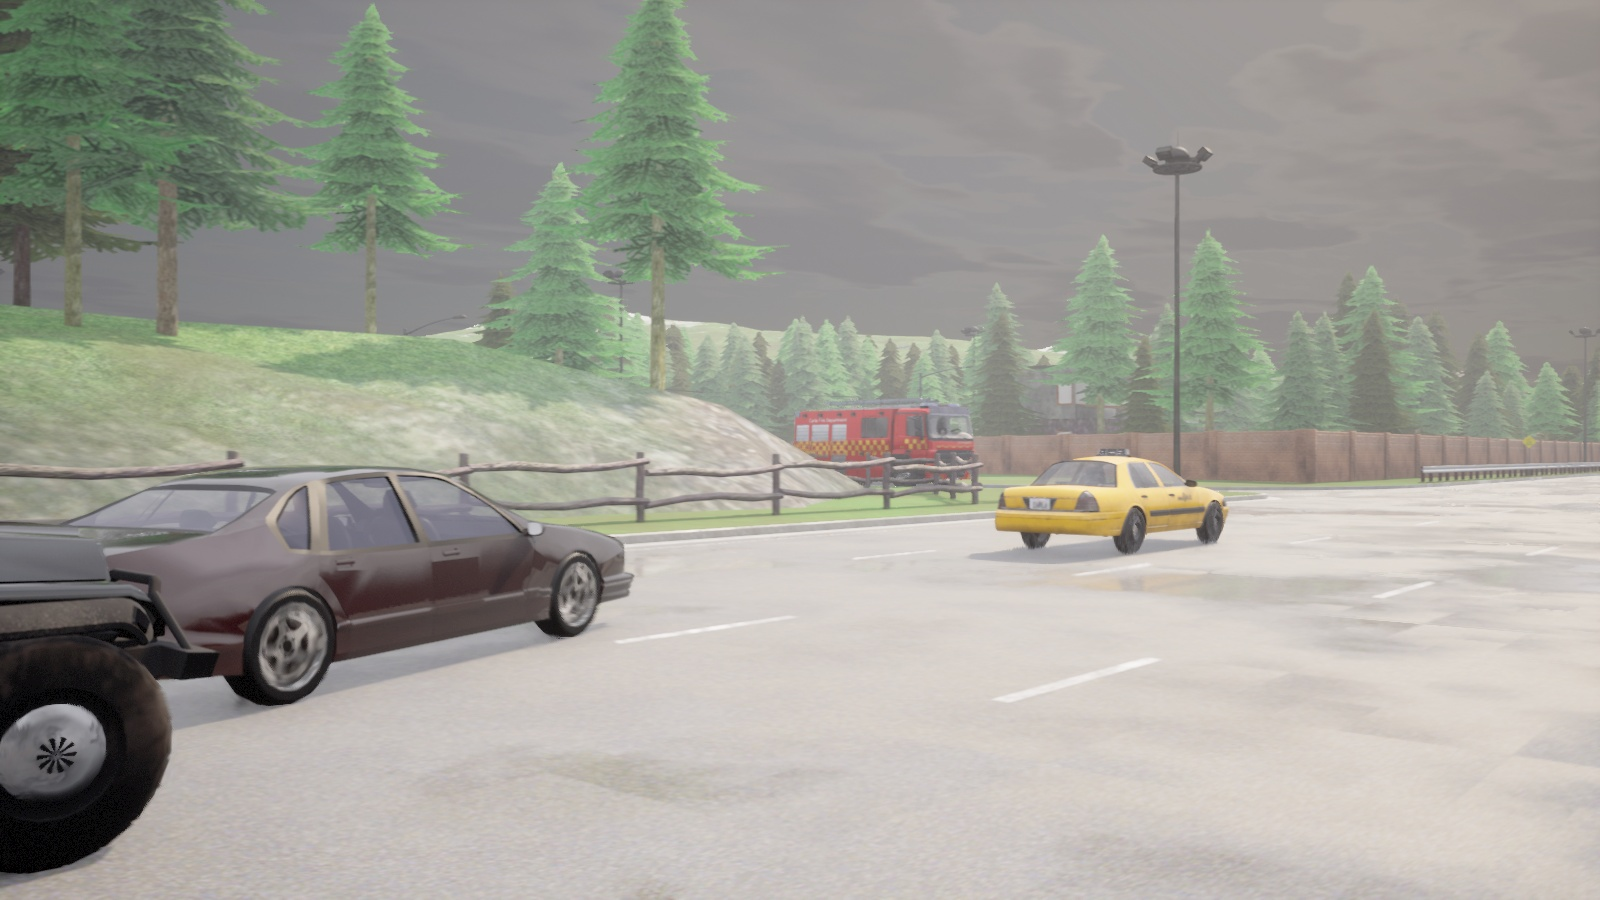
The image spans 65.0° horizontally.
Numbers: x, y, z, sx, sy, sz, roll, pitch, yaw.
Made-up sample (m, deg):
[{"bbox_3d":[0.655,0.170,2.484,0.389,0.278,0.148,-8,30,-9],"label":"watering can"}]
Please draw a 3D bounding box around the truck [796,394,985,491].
[{"bbox_3d":[3.720,-0.296,53.912,2.891,3.827,8.468,0,0,-42],"label":"truck"}]

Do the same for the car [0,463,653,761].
[{"bbox_3d":[-3.297,0.821,8.992,2.033,1.411,5.357,0,0,23],"label":"car"}]

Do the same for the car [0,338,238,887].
[{"bbox_3d":[-4.191,0.560,4.093,1.905,1.878,3.866,0,0,41],"label":"car"}]

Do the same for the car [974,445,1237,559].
[{"bbox_3d":[5.013,0.722,19.967,1.801,1.575,5.366,0,0,41],"label":"car"}]
